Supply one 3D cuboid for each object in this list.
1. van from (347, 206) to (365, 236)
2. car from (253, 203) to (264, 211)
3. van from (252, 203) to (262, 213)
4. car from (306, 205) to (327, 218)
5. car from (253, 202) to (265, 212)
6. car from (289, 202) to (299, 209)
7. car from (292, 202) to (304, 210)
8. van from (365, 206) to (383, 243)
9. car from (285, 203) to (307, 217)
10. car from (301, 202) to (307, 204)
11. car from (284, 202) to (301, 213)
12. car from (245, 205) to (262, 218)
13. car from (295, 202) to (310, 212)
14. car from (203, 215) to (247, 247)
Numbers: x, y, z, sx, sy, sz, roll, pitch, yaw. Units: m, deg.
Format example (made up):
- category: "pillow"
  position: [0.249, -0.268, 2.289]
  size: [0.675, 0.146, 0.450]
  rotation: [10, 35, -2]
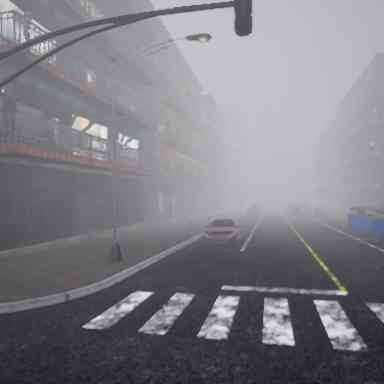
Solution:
- category: "van"
  position: [11.092, 1.801, 21.125]
  size: [1.690, 1.788, 3.998]
  rotation: [-2, -2, 13]
- category: "car"
  position: [9.430, 2.781, 50.316]
  size: [1.967, 1.590, 4.097]
  rotation: [-2, -2, 13]
- category: "van"
  position: [12.008, 2.964, 61.219]
  size: [1.690, 1.788, 3.998]
  rotation: [-2, -2, 13]
- category: "car"
  position: [16.259, 2.606, 42.916]
  size: [1.802, 1.307, 4.206]
  rotation: [-2, -2, 13]
- category: "car"
  position: [14.565, 3.221, 72.124]
  size: [2.192, 1.841, 5.009]
  rotation: [-2, -2, 13]
- category: "car"
  position: [26.573, 3.469, 86.522]
  size: [2.192, 1.841, 5.009]
  rotation: [-2, -2, 13]
- category: "car"
  position: [23.992, 3.186, 75.623]
  size: [2.192, 1.841, 5.009]
  rotation: [-2, -2, 13]
- category: "van"
  position: [9.802, 1.661, 15.674]
  size: [1.690, 1.788, 3.998]
  rotation: [-2, -2, 13]
- category: "car"
  position: [14.319, 2.667, 45.953]
  size: [1.812, 1.442, 4.674]
  rotation: [-1, -2, 13]
- category: "car"
  position: [18.877, 2.835, 53.982]
  size: [1.752, 1.417, 4.829]
  rotation: [-2, -2, 13]
- category: "car"
  position: [16.666, 2.748, 55.824]
  size: [2.097, 1.767, 4.553]
  rotation: [-1, -2, 12]
- category: "car"
  position: [8.144, 2.781, 44.862]
  size: [1.802, 1.307, 4.206]
  rotation: [-2, -2, 13]
- category: "car"
  position: [21.412, 2.903, 64.723]
  size: [2.192, 1.841, 5.009]
  rotation: [-2, -2, 13]
- category: "car"
  position: [1.693, 2.077, 17.613]
  size: [1.802, 1.307, 4.206]
  rotation: [-2, -2, 13]
